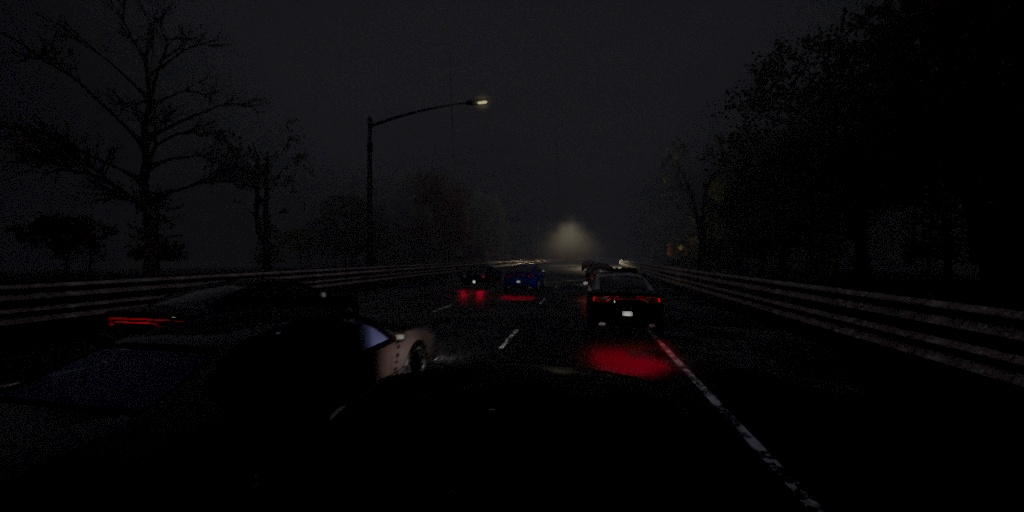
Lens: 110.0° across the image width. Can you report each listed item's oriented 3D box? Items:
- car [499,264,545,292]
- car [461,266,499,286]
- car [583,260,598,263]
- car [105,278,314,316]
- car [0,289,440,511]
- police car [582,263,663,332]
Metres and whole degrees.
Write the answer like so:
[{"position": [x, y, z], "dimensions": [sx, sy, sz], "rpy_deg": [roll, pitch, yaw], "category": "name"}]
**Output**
[{"position": [0.861, 1.230, 21.580], "dimensions": [1.882, 1.535, 5.008], "rpy_deg": [0, 0, 12], "category": "car"}, {"position": [-1.963, 1.354, 25.223], "dimensions": [1.895, 1.301, 4.718], "rpy_deg": [0, 0, 12], "category": "car"}, {"position": [6.416, 1.261, 26.476], "dimensions": [1.837, 1.490, 4.892], "rpy_deg": [0, 0, 12], "category": "car"}, {"position": [-5.434, 1.227, 7.894], "dimensions": [1.882, 1.535, 5.008], "rpy_deg": [0, 0, 11], "category": "car"}, {"position": [-2.608, 1.297, 3.985], "dimensions": [2.033, 1.411, 5.357], "rpy_deg": [0, 0, 10], "category": "car"}, {"position": [3.257, 1.175, 11.108], "dimensions": [1.930, 1.638, 5.238], "rpy_deg": [0, 0, 11], "category": "police car"}]
